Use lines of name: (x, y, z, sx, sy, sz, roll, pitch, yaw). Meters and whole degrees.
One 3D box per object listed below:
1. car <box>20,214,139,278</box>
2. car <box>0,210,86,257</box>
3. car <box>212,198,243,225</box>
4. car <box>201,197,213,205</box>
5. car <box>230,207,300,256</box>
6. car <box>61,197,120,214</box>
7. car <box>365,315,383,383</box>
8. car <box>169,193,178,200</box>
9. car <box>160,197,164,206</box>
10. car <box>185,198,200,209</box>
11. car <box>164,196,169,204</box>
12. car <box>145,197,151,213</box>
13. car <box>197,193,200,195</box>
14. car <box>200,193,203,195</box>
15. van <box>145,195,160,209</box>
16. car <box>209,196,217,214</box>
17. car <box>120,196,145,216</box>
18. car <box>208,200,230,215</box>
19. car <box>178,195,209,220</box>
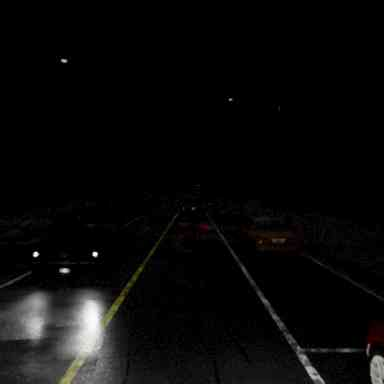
car: (-3.070, 1.597, 10.241, 1.895, 1.301, 4.718, 0, 0, 0)
car: (-5.764, 1.577, 12.776, 1.802, 1.307, 4.206, 0, 0, 0)
car: (2.761, 1.434, 23.616, 1.967, 1.590, 4.097, 0, 0, 0)
car: (2.765, 1.564, 61.593, 1.947, 1.339, 4.313, 0, 0, 0)
car: (2.761, 1.521, 12.937, 1.752, 1.417, 4.829, 0, 0, 0)
car: (-5.765, 1.309, 18.202, 2.192, 1.841, 5.009, 0, 0, 0)
car: (2.760, 1.544, 1.917, 1.887, 1.381, 4.507, 0, 0, 0)
car: (-5.758, 1.538, 93.470, 2.008, 1.369, 4.403, 0, 0, 0)
car: (-5.762, 1.438, 50.758, 1.967, 1.590, 4.097, 0, 0, 0)
car: (0.104, 1.562, 45.915, 1.994, 1.385, 4.181, 0, 0, 0)
car: (-5.761, 1.580, 61.611, 1.802, 1.307, 4.206, 0, 0, 0)
car: (-5.763, 1.540, 34.480, 1.887, 1.381, 4.507, 0, 0, 0)
car: (2.767, 1.556, 88.029, 1.947, 1.339, 4.313, 0, 0, 0)
car: (2.763, 1.313, 50.742, 2.192, 1.841, 5.009, 0, 0, 0)
van: (-5.763, 1.338, 45.332, 1.690, 1.788, 3.998, 0, 0, 0)
car: (2.761, 1.435, 29.042, 1.967, 1.590, 4.097, 0, 0, 0)
car: (-5.764, 1.309, 29.054, 2.192, 1.841, 5.009, 0, 0, 0)
car: (2.761, 1.540, 34.467, 1.887, 1.381, 4.507, 0, 0, 0)
car: (0.100, 1.345, 28.157, 2.097, 1.767, 4.553, 0, 0, 0)
